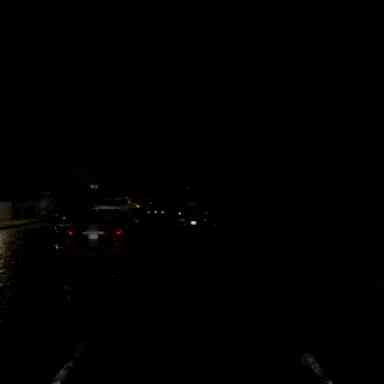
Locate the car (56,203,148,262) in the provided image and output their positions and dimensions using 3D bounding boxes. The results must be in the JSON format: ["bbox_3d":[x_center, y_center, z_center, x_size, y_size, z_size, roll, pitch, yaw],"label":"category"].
[{"bbox_3d":[-3.154,1.470,12.766,2.097,1.767,4.553,0,-1,0],"label":"car"}]

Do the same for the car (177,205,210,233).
[{"bbox_3d":[0.093,1.757,21.004,1.994,1.385,4.181,0,-1,0],"label":"car"}]

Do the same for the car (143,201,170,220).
[{"bbox_3d":[-3.163,1.835,31.458,2.033,1.411,5.357,0,-1,0],"label":"car"}]

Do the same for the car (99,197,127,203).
[{"bbox_3d":[-6.609,1.473,27.396,2.150,2.045,5.566,0,-1,0],"label":"car"}]

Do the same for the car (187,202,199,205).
[{"bbox_3d":[0.085,1.870,37.791,1.812,1.442,4.674,0,-1,0],"label":"car"}]

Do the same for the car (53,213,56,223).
[{"bbox_3d":[-9.859,1.817,27.622,1.994,1.385,4.181,0,-1,0],"label":"car"}]

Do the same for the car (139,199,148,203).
[{"bbox_3d":[-9.780,2.133,68.022,1.812,1.442,4.674,0,0,0],"label":"car"}]
